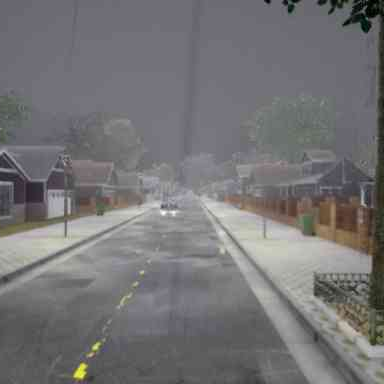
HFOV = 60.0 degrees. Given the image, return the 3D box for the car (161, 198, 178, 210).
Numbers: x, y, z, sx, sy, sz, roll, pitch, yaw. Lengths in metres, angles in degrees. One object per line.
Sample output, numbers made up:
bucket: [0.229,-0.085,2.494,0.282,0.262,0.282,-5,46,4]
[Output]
car: [-2.762,1.443,41.494,1.994,1.385,4.181,0,0,0]
